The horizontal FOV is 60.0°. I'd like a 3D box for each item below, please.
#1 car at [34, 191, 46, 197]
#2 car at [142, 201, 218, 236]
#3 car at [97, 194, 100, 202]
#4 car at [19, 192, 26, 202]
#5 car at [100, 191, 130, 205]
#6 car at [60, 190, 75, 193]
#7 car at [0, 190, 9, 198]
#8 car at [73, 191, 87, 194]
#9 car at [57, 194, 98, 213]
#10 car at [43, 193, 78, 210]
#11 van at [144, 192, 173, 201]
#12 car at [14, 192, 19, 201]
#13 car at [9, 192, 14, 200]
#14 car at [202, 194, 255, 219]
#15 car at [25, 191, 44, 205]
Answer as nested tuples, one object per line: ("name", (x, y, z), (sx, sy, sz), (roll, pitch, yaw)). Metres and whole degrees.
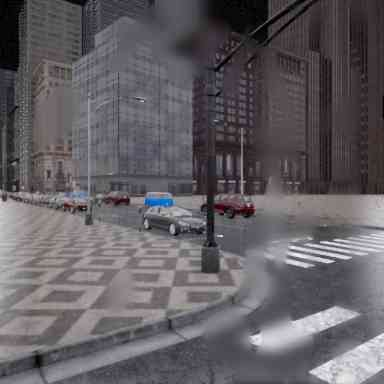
("car", (-38.461, 0.495, 84.155), (1.887, 1.381, 4.507), (0, 0, -36))
("car", (-1.015, 1.366, 16.991), (2.008, 1.369, 4.403), (1, 0, -35))
("car", (-13.094, 0.934, 48.600), (2.008, 1.369, 4.403), (1, 0, -35))
("car", (-23.209, 0.875, 48.100), (2.008, 1.369, 4.403), (1, 0, -35))
("car", (-9.919, 0.765, 44.155), (2.192, 1.841, 5.009), (1, 0, -35))
("car", (-21.860, 0.778, 56.445), (1.812, 1.442, 4.674), (0, 1, -35))
("car", (-39.062, 0.611, 70.319), (1.947, 1.339, 4.313), (1, 0, -36))
("car", (-16.138, 0.967, 48.426), (1.895, 1.301, 4.718), (0, 1, -36))
("car", (-10.526, 1.139, 30.323), (1.887, 1.381, 4.507), (1, 0, -35))
("car", (-13.696, 1.074, 34.766), (2.008, 1.369, 4.403), (1, 0, -35))
("van", (-3.577, 0.930, 35.266), (1.690, 1.788, 3.998), (1, 0, -35))
("car", (-26.377, 0.702, 52.543), (1.967, 1.590, 4.097), (1, 0, -36))
("car", (-29.550, 0.748, 56.987), (1.887, 1.381, 4.507), (1, 0, -36))
("car", (2.765, 1.049, 26.377), (2.192, 1.841, 5.009), (1, 0, -35))
("car", (-20.038, 0.940, 43.655), (2.008, 1.369, 4.403), (1, 0, -36))
